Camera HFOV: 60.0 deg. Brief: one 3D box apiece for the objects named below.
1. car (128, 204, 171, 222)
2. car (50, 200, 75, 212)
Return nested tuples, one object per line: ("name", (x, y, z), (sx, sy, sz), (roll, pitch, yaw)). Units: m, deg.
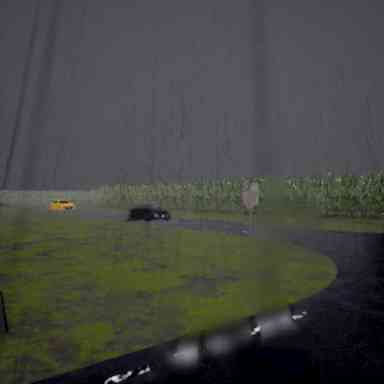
("car", (-3.542, 1.696, 27.287), (1.994, 1.385, 4.181), (0, -1, -40))
("car", (-16.753, 1.766, 42.959), (1.882, 1.535, 5.008), (0, -1, -40))
